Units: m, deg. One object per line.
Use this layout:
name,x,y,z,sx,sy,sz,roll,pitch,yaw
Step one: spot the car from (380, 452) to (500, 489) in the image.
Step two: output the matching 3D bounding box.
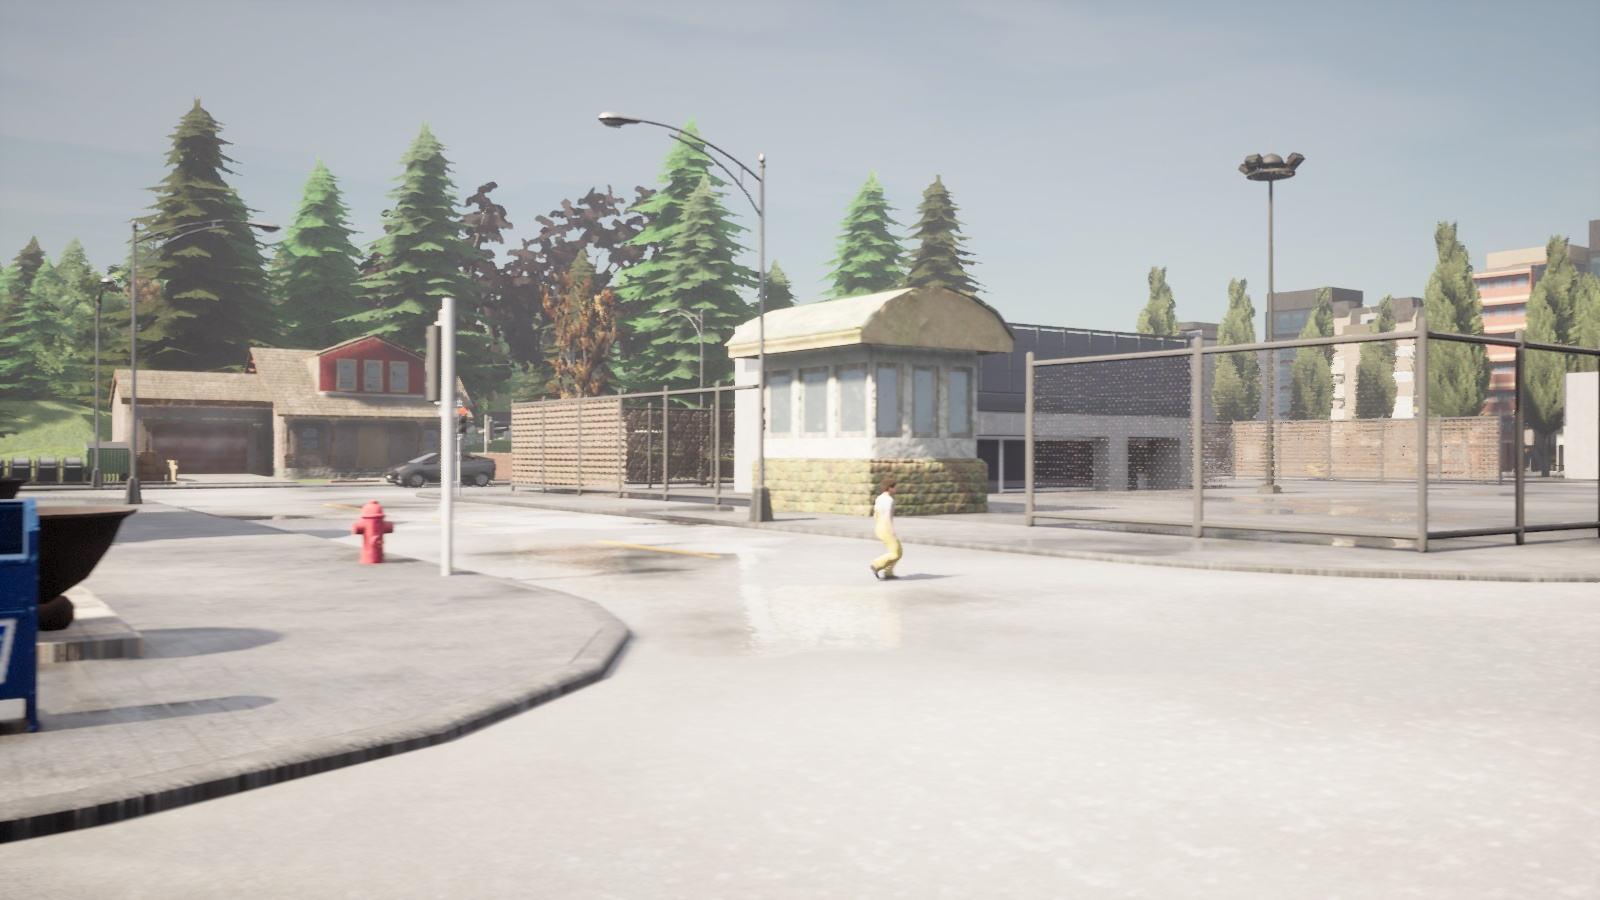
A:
car,-15.365,0.857,53.650,4.514,1.525,2.007,0,0,-35

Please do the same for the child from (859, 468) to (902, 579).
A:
child,0.940,0.849,14.647,0.437,1.263,0.270,0,0,-16

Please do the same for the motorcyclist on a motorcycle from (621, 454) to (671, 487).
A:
motorcyclist on a motorcycle,-7.256,0.943,59.299,2.191,1.530,0.866,0,0,-35
